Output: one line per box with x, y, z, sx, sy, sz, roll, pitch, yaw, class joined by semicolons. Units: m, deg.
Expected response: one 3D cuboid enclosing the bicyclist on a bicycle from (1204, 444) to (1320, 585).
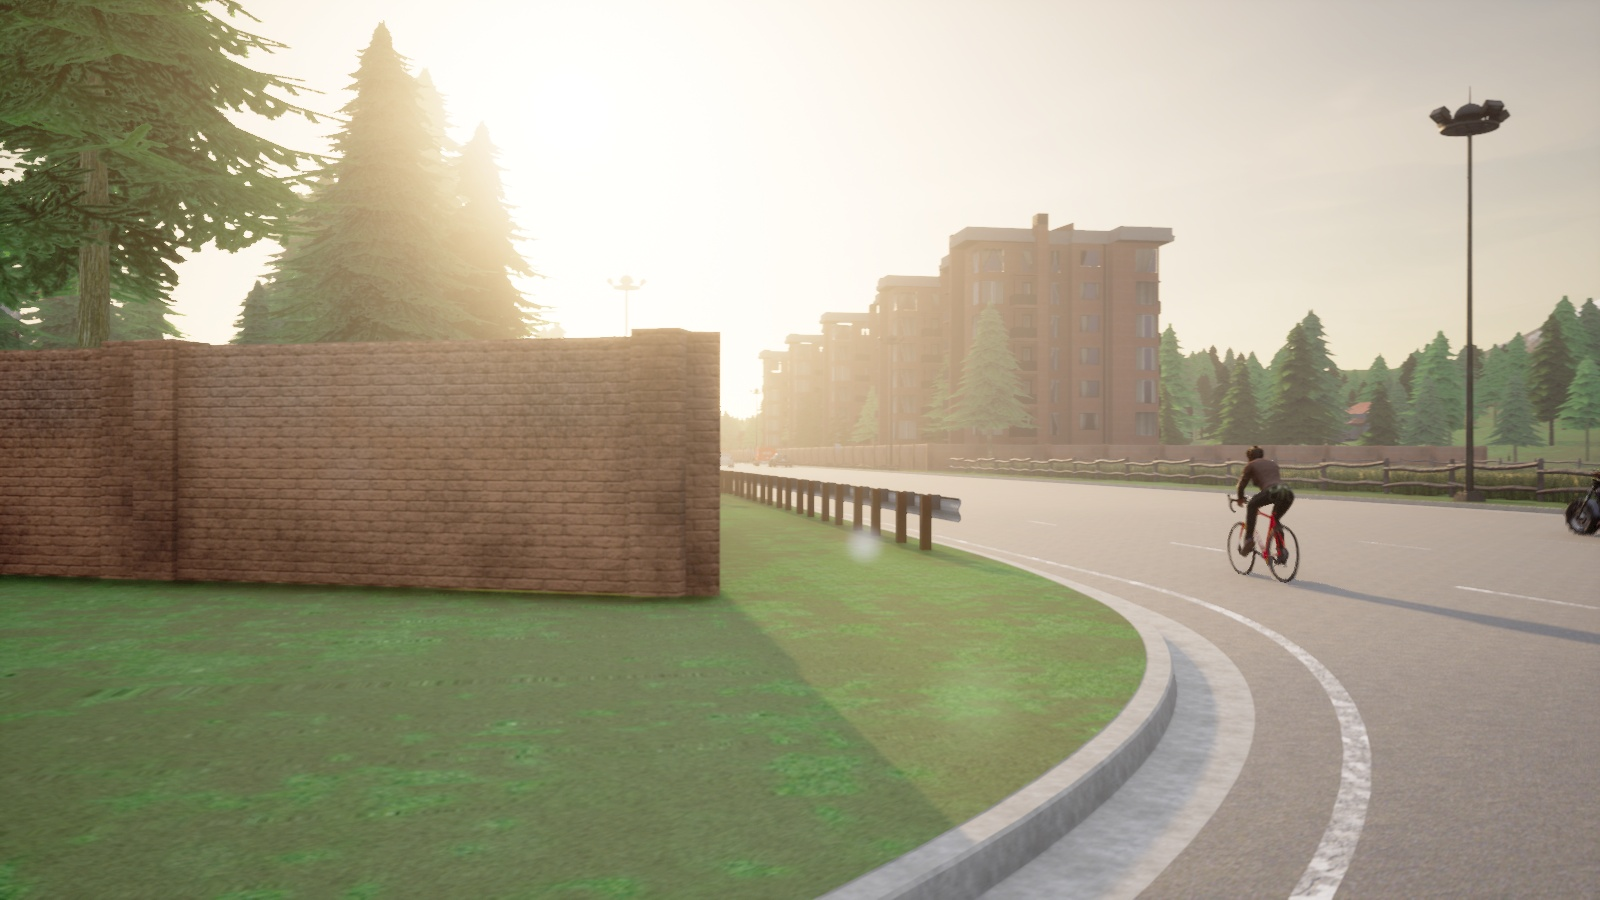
5.602;0.750;15.312;0.582;1.620;1.656;0;-1;-9;bicyclist on a bicycle

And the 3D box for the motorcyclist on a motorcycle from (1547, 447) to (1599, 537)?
14.977;0.767;23.109;0.766;1.649;2.350;0;-1;-9;motorcyclist on a motorcycle
